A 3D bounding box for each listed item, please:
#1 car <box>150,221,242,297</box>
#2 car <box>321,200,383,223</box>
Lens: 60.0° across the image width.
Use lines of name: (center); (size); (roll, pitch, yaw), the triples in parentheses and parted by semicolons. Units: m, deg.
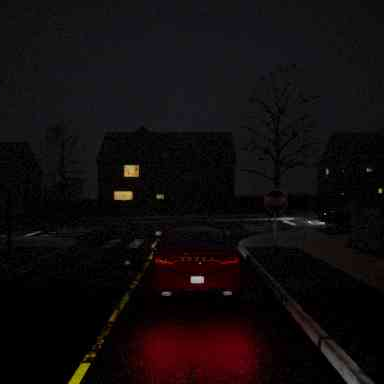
car: (0.038, 1.478, 8.644); (1.882, 1.535, 5.008); (0, 0, -1)
car: (10.798, 1.241, 21.977); (4.181, 1.385, 1.994); (-1, 1, 1)
